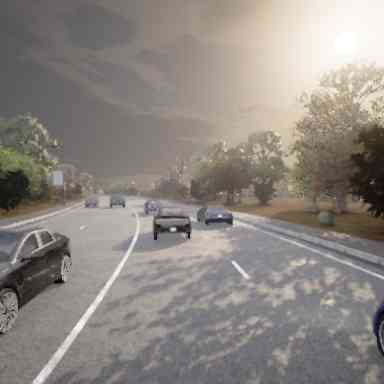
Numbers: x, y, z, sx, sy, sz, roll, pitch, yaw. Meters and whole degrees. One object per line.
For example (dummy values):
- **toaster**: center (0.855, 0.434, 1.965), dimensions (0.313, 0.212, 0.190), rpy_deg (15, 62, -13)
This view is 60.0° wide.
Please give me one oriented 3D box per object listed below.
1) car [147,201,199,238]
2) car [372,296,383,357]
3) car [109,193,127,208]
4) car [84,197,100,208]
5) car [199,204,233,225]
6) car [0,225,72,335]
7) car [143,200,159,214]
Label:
- **car**: center (-1.136, 1.476, 17.459), dimensions (2.128, 1.511, 4.902), rpy_deg (0, 0, -7)
- **car**: center (3.457, 1.514, 2.685), dimensions (1.812, 1.442, 4.674), rpy_deg (0, 0, -1)
- **car**: center (-10.524, 1.188, 47.067), dimensions (2.150, 2.045, 5.566), rpy_deg (0, 0, -13)
- **car**: center (-14.133, 1.474, 47.105), dimensions (1.837, 1.490, 4.892), rpy_deg (0, 0, -13)
- **car**: center (1.525, 1.538, 23.713), dimensions (1.994, 1.385, 4.181), rpy_deg (0, 0, -9)
- **car**: center (-3.899, 1.493, 6.694), dimensions (2.128, 1.511, 4.902), rpy_deg (0, 0, -3)
- **car**: center (-4.152, 1.518, 35.621), dimensions (2.033, 1.411, 5.357), rpy_deg (0, 0, -12)
